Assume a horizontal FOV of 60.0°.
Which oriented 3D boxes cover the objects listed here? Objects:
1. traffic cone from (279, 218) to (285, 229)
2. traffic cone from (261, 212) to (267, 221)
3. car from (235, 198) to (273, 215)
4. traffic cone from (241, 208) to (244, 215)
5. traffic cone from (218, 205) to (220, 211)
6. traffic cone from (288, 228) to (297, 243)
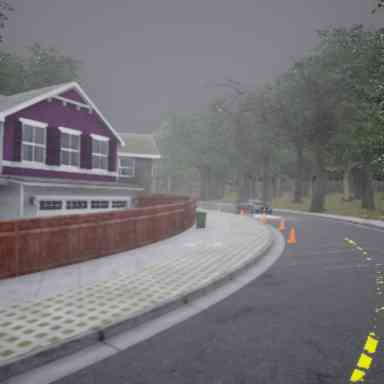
[{"bbox_3d":[5.068,1.775,18.641,0.340,0.580,0.340,1,1,5],"label":"traffic cone"},{"bbox_3d":[5.042,1.710,23.192,0.340,0.580,0.340,1,1,-5],"label":"traffic cone"},{"bbox_3d":[5.484,1.272,29.649,1.994,1.385,4.181,1,0,-17],"label":"car"},{"bbox_3d":[4.202,1.645,27.665,0.340,0.580,0.340,1,0,-16],"label":"traffic cone"},{"bbox_3d":[2.642,1.588,32.257,0.340,0.580,0.340,1,0,-19],"label":"traffic cone"},{"bbox_3d":[4.278,1.832,14.160,0.340,0.580,0.340,1,1,15],"label":"traffic cone"}]
